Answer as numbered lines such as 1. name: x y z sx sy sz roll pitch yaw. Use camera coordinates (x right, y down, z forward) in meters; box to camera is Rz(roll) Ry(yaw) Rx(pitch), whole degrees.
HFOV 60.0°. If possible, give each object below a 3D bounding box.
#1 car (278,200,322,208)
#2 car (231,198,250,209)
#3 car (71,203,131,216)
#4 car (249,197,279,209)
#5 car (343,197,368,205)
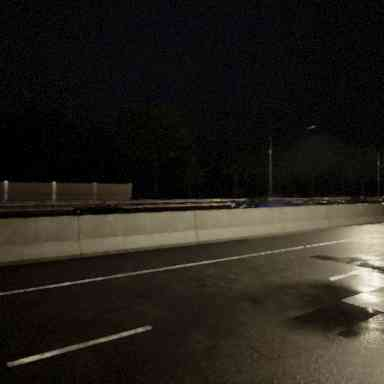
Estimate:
1. car: 9.671 1.565 28.079 4.181 1.385 1.994 0 0 -35
2. car: 6.196 1.353 34.197 4.553 1.767 2.097 0 0 -35
3. car: -7.804 1.600 28.519 4.718 1.301 1.895 0 0 -35
4. car: 8.071 1.478 31.237 5.008 1.535 1.882 0 0 -35
5. car: 25.908 1.515 52.490 4.892 1.490 1.837 0 0 -35
